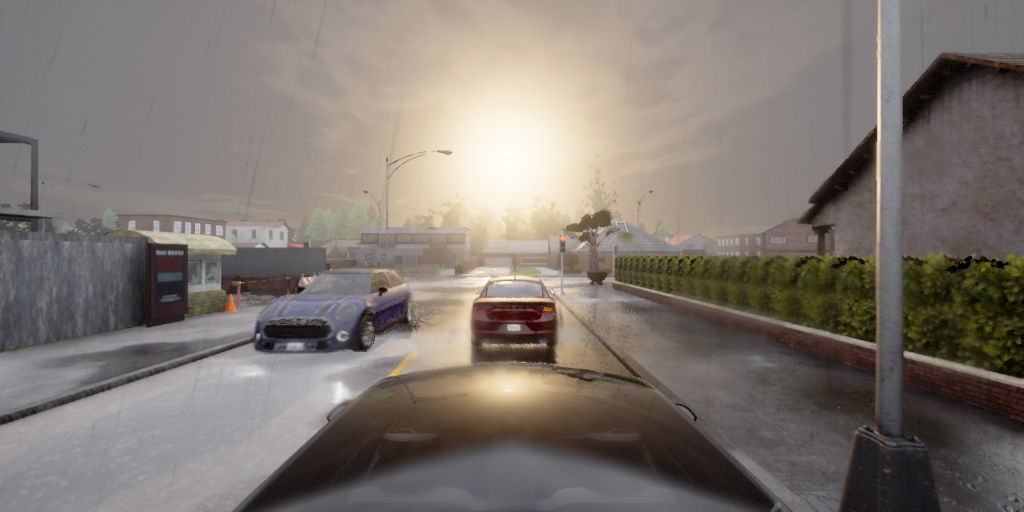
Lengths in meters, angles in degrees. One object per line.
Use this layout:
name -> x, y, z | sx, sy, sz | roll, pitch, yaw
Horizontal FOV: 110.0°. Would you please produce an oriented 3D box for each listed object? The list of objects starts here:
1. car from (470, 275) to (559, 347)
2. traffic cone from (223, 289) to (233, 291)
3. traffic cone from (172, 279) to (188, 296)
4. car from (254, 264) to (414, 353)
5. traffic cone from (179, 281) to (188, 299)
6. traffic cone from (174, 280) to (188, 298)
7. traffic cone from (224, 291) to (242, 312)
car -> 0.082, 1.235, 9.404 | 1.882, 1.535, 5.008 | 0, 0, 1
traffic cone -> -10.334, 1.579, 12.775 | 0.344, 0.586, 0.344 | 0, 0, 0
traffic cone -> -16.800, 1.597, 18.215 | 0.344, 0.586, 0.344 | 0, 0, 0
car -> -4.032, 1.108, 8.958 | 2.097, 1.767, 4.553 | 0, 0, 1
traffic cone -> -15.197, 1.575, 16.847 | 0.344, 0.586, 0.344 | 0, 0, 0
traffic cone -> -15.765, 1.572, 17.210 | 0.344, 0.586, 0.344 | 0, 0, 0
traffic cone -> -9.617, 1.607, 12.251 | 0.344, 0.586, 0.344 | 0, 0, 0
